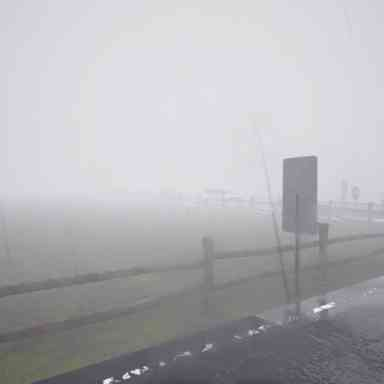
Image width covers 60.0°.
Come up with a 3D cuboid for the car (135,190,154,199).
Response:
[{"bbox_3d":[-8.063,0.342,56.899,1.882,1.535,5.008,1,1,-35],"label":"car"}]

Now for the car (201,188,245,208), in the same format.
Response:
[{"bbox_3d":[3.203,0.594,35.734,2.150,2.045,5.566,1,1,-35],"label":"car"}]

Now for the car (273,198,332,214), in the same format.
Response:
[{"bbox_3d":[9.030,1.086,27.425,1.882,1.535,5.008,1,1,-35],"label":"car"}]

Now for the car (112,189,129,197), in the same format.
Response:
[{"bbox_3d":[-14.084,0.120,65.464,2.128,1.511,4.902,1,1,-35],"label":"car"}]

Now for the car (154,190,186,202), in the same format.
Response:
[{"bbox_3d":[-2.728,0.488,44.194,2.097,1.767,4.553,1,1,-35],"label":"car"}]
